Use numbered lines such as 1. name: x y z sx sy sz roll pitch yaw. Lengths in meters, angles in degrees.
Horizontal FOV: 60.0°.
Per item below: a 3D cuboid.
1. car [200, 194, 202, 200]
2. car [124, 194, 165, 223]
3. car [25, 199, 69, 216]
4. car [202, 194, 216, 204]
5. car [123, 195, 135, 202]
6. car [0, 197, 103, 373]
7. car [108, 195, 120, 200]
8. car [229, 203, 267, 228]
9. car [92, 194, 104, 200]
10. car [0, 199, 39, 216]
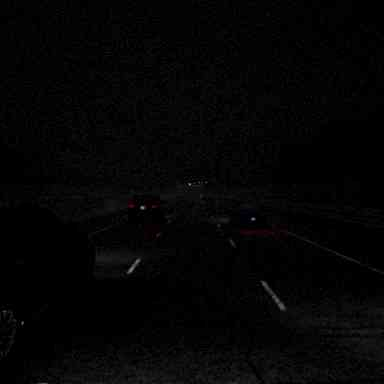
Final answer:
1. car: 3.532 1.494 75.022 2.033 1.411 5.357 0 0 0
2. car: -3.390 1.187 25.558 2.150 2.045 5.566 0 0 0
3. car: -14.082 1.452 32.626 2.128 1.511 4.902 0 0 0
4. car: 3.527 1.451 64.050 2.163 1.488 4.792 0 0 0
5. car: -13.968 1.379 74.122 1.882 1.535 5.008 0 0 0
6. car: -3.398 1.211 5.643 2.150 2.045 5.566 0 0 0
7. car: -17.468 1.404 74.539 2.033 1.411 5.357 0 0 0
8. car: 3.609 1.447 22.069 1.882 1.535 5.008 0 0 0
9. car: -20.969 1.293 73.740 2.097 1.767 4.553 0 0 0
10. car: -17.583 1.507 33.339 2.033 1.411 5.357 0 0 0
